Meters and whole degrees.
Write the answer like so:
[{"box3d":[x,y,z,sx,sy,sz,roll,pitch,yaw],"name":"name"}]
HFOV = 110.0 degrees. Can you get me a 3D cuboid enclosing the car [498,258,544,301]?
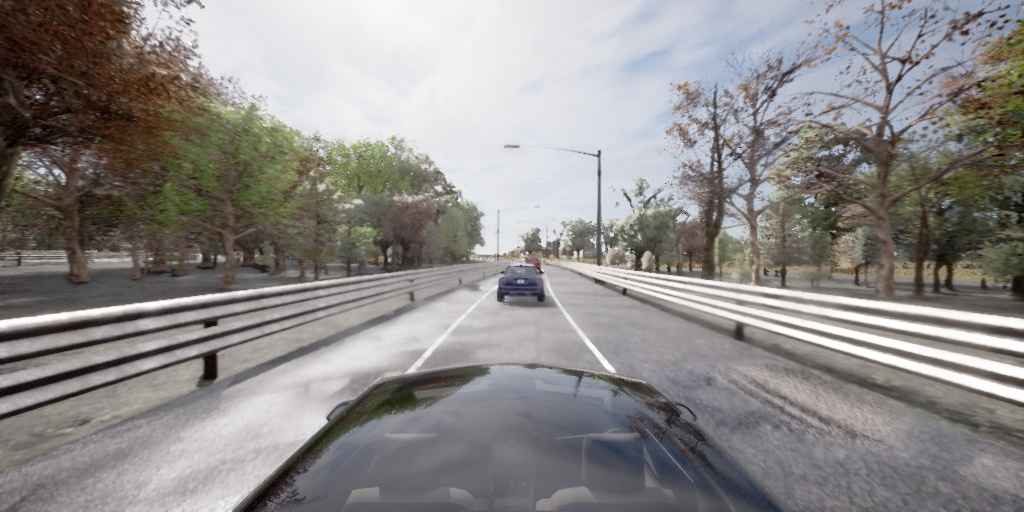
[{"box3d":[0.497,1.155,17.885,2.097,1.767,4.553,0,0,3],"name":"car"}]
